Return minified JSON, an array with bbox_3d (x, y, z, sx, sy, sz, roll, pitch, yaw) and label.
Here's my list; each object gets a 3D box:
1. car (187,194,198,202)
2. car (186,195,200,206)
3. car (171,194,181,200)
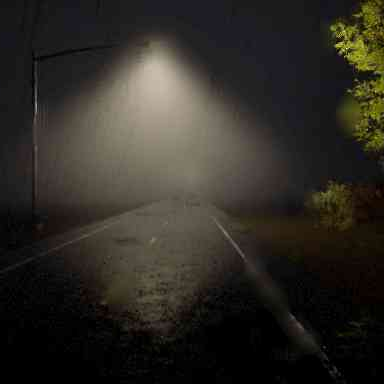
[{"bbox_3d":[0.108,1.189,67.494,1.994,1.385,4.181,0,0,0],"label":"car"},{"bbox_3d":[0.106,1.204,49.098,1.882,1.535,5.008,0,0,0],"label":"car"},{"bbox_3d":[-3.491,1.146,73.231,1.994,1.385,4.181,0,0,0],"label":"car"}]
